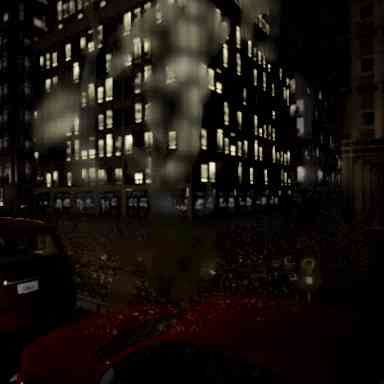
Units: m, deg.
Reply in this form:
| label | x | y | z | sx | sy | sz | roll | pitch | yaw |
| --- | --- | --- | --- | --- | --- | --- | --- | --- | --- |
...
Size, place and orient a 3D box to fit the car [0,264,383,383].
| label | x | y | z | sx | sy | sz | roll | pitch | yaw |
| --- | --- | --- | --- | --- | --- | --- | --- | --- | --- |
| car | 0.384 | 1.554 | 2.606 | 4.507 | 1.381 | 1.887 | -1 | -1 | 36 |

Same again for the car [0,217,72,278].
| label | x | y | z | sx | sy | sz | roll | pitch | yaw |
| --- | --- | --- | --- | --- | --- | --- | --- | --- | --- |
| car | -4.127 | 1.373 | 5.826 | 5.009 | 1.841 | 2.192 | -1 | -1 | 36 |
